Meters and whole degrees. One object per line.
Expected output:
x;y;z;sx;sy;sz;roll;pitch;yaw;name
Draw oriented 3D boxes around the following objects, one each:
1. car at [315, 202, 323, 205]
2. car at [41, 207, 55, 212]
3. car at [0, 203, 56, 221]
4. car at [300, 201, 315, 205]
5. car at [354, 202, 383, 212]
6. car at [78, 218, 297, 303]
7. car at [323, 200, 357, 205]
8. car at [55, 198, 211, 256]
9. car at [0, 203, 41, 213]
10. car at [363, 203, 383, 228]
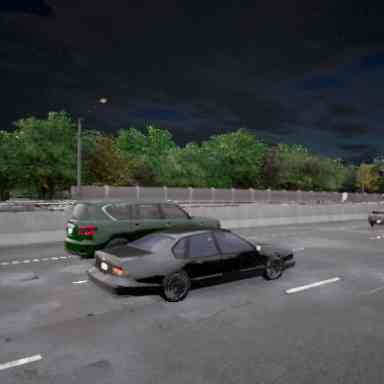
20.620;2.018;48.748;4.892;1.490;1.837;1;-1;-35;car
-7.968;1.536;24.099;4.892;1.490;1.837;0;0;-35;car
-14.275;1.620;28.201;4.718;1.301;1.895;0;0;-35;car
18.921;2.123;51.826;4.718;1.301;1.895;1;-1;-35;car
25.470;2.188;47.894;4.718;1.301;1.895;2;-1;-35;car
0.253;1.567;8.231;5.357;1.411;2.033;0;0;-36;car
17.429;1.849;37.891;4.892;1.490;1.837;1;-1;-35;car
-1.400;1.244;11.344;5.566;2.045;2.150;0;0;-35;car
-13.297;1.561;24.601;5.357;1.411;2.033;0;0;-35;car
13.559;1.658;22.007;4.902;1.511;2.128;1;0;-35;car
